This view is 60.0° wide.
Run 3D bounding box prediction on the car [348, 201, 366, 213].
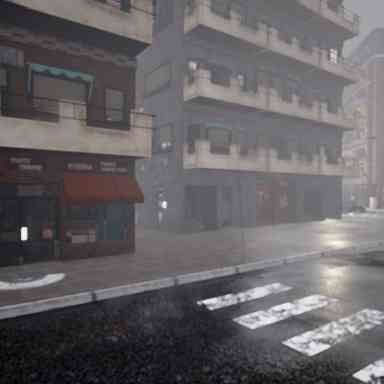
[{"bbox_3d":[18.302,1.719,38.523,1.895,1.301,4.718,0,0,5],"label":"car"}]
